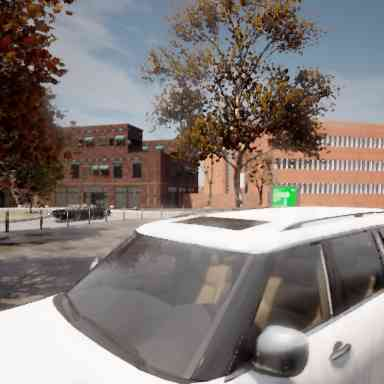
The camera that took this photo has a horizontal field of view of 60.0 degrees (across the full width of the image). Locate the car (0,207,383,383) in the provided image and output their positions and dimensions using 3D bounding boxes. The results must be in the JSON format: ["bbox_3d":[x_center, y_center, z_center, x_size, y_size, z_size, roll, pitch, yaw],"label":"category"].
[{"bbox_3d":[0.368,1.223,2.988,5.566,2.045,2.150,-1,0,-39],"label":"car"}]

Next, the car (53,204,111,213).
[{"bbox_3d":[-8.932,1.667,27.548,1.895,1.301,4.718,0,0,32],"label":"car"}]
